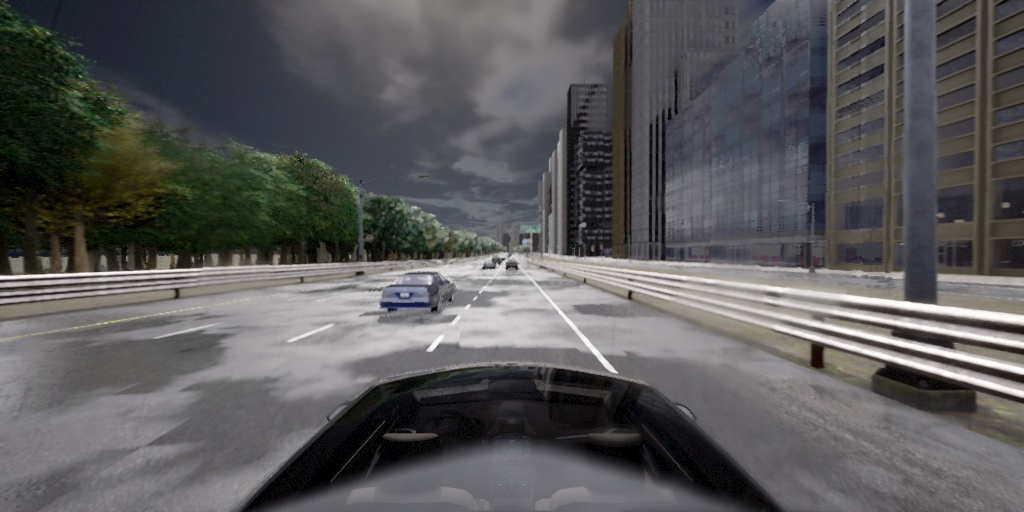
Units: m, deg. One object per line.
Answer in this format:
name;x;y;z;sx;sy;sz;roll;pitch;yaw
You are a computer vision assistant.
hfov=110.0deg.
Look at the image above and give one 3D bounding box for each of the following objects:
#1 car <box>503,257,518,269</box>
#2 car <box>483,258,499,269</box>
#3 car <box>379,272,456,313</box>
car;-0.033;1.378;57.770;1.837;1.490;4.892;0;0;0
car;-3.643;1.439;58.659;1.994;1.385;4.181;0;0;0
car;-3.502;1.325;14.205;2.033;1.411;5.357;0;0;0
